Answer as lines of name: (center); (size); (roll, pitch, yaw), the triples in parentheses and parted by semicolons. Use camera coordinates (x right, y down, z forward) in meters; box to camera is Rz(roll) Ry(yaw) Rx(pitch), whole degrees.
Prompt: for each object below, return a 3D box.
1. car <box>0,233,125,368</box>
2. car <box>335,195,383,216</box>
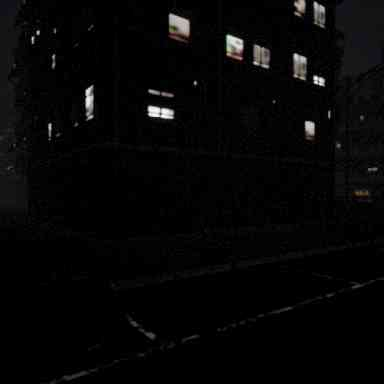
car: (-3.088, 1.440, 4.356); (4.097, 1.590, 1.967); (0, 0, -35)
car: (15.305, 1.250, 31.701); (2.192, 1.841, 5.009); (0, 0, -36)
